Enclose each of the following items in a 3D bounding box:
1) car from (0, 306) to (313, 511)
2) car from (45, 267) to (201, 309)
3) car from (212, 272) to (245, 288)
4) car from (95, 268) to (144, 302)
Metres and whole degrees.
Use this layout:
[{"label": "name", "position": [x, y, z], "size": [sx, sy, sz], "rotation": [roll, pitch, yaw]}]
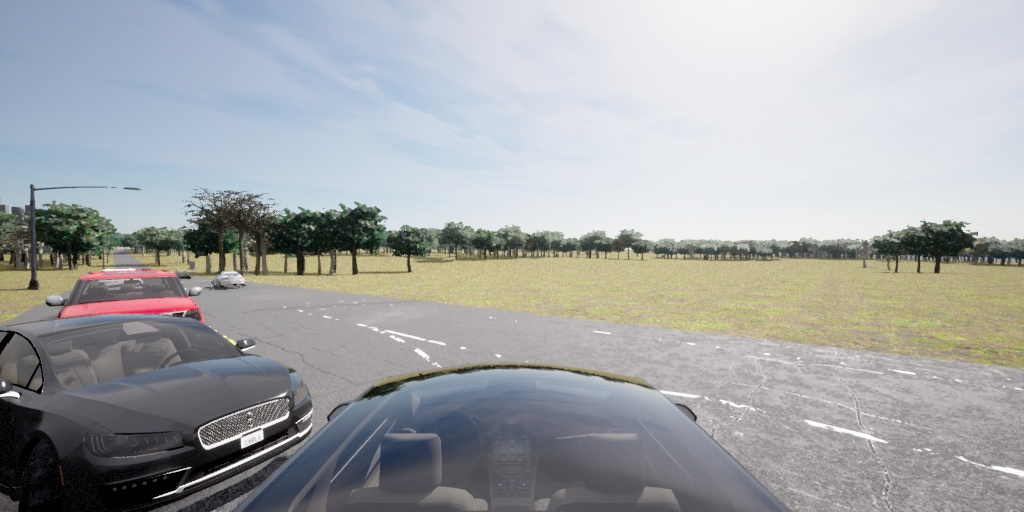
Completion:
[{"label": "car", "position": [-4.488, 1.445, 4.028], "size": [4.892, 1.490, 1.837], "rotation": [-3, -3, 22]}, {"label": "car", "position": [-9.309, 1.386, 8.767], "size": [5.566, 2.045, 2.150], "rotation": [-2, 0, 42]}, {"label": "car", "position": [-26.764, 2.200, 33.869], "size": [4.674, 1.442, 1.812], "rotation": [-2, 0, 42]}, {"label": "car", "position": [-27.583, 1.890, 25.205], "size": [5.566, 2.045, 2.150], "rotation": [-2, 0, 42]}]
